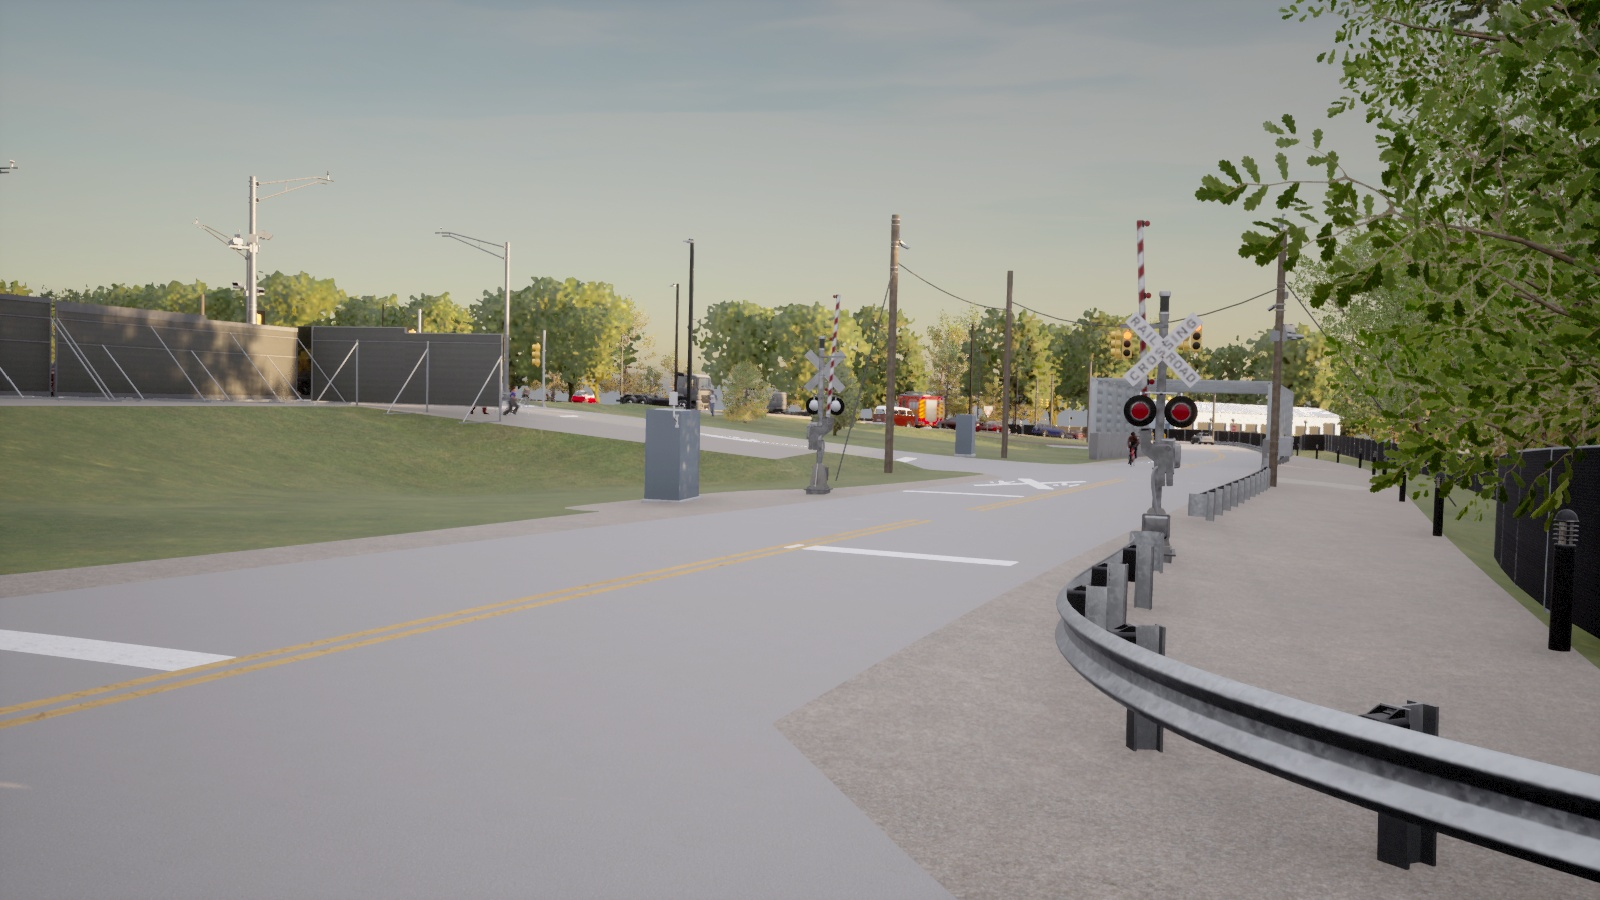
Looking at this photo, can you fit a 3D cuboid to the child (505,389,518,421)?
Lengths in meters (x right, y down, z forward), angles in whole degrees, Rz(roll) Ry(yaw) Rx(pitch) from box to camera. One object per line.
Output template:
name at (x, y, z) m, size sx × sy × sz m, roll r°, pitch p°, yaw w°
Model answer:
child at (-11.475, -1.778, 49.923) m, size 0.437 × 1.263 × 0.270 m, roll 1°, pitch 3°, yaw 9°
